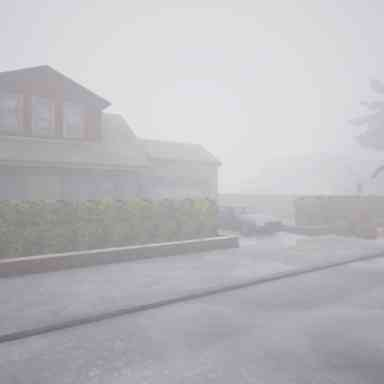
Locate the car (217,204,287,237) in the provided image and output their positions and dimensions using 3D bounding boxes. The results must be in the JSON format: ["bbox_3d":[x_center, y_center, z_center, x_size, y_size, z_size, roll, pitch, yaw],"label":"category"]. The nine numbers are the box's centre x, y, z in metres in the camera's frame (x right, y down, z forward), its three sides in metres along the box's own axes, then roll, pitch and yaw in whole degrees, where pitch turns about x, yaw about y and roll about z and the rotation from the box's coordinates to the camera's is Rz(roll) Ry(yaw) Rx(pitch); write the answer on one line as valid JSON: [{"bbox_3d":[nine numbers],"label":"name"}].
[{"bbox_3d":[2.235,1.356,16.975,2.033,1.415,5.357,0,0,-33],"label":"car"}]
